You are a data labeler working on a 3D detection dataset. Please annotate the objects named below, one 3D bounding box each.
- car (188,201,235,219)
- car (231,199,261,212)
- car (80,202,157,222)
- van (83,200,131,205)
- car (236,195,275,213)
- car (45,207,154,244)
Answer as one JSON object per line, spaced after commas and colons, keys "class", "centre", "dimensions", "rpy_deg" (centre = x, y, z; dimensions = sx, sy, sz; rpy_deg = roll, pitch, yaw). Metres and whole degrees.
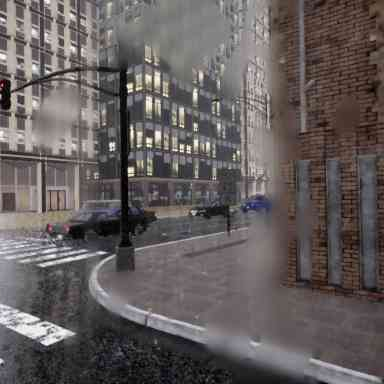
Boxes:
{"class": "car", "centre": [1.571, 1.578, 29.651], "dimensions": [2.128, 1.511, 4.902], "rpy_deg": [-1, -1, 36]}
{"class": "car", "centre": [6.806, 1.689, 41.408], "dimensions": [1.752, 1.417, 4.829], "rpy_deg": [-2, -1, 36]}
{"class": "car", "centre": [-4.512, 1.614, 21.164], "dimensions": [2.033, 1.411, 5.357], "rpy_deg": [-1, -1, 36]}
{"class": "van", "centre": [-6.029, 1.460, 23.499], "dimensions": [1.690, 1.788, 3.998], "rpy_deg": [-2, -1, 36]}
{"class": "car", "centre": [7.662, 1.330, 38.145], "dimensions": [2.150, 2.045, 5.566], "rpy_deg": [-1, -1, 36]}
{"class": "car", "centre": [-4.276, 1.594, 15.831], "dimensions": [1.895, 1.301, 4.718], "rpy_deg": [-1, -1, 36]}
